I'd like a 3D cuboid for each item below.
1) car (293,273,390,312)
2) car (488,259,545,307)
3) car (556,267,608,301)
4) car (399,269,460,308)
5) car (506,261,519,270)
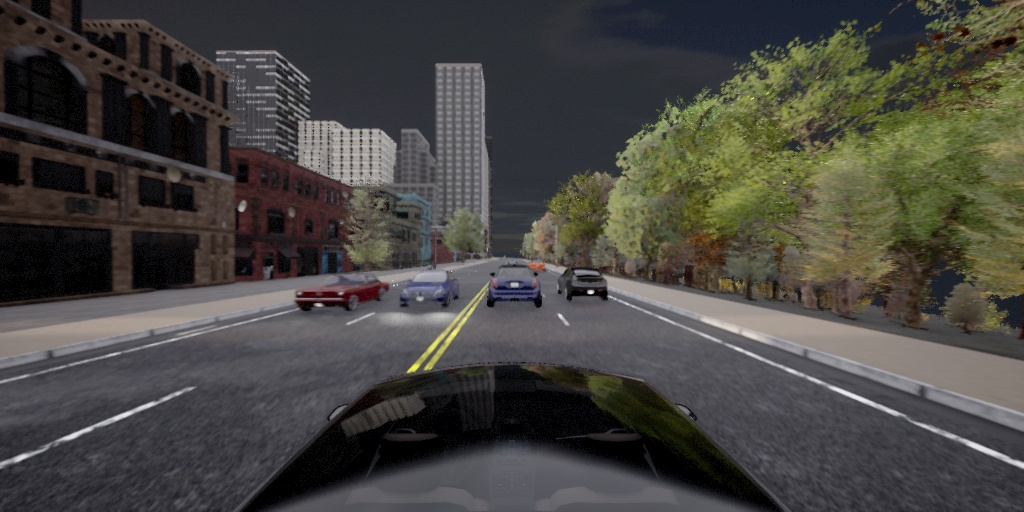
[{"bbox_3d":[-6.599,1.377,14.479,1.895,1.301,4.718,0,0,0],"label":"car"},{"bbox_3d":[0.101,1.130,15.885,2.097,1.767,4.553,0,0,0],"label":"car"},{"bbox_3d":[3.350,1.286,17.667,1.837,1.490,4.892,0,0,0],"label":"car"},{"bbox_3d":[-3.349,1.303,15.397,1.812,1.442,4.674,0,0,0],"label":"car"},{"bbox_3d":[0.102,1.409,54.957,1.994,1.385,4.181,0,0,0],"label":"car"}]
